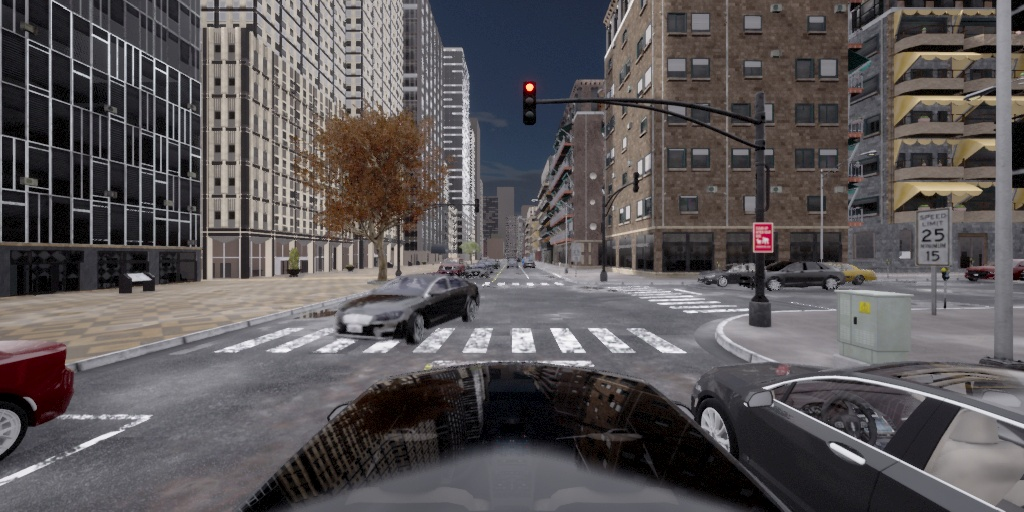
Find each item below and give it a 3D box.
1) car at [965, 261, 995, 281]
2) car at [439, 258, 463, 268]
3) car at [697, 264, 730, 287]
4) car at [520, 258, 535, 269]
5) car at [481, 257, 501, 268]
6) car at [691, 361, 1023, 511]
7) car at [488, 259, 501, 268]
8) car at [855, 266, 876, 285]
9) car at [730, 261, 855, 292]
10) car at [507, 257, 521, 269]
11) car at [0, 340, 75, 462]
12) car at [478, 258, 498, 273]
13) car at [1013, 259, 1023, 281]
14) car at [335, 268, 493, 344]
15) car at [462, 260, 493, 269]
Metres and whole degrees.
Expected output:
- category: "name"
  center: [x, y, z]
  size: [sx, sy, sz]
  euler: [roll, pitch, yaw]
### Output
- category: "car"
  center: [30.142, 0.858, 21.580]
  size: [4.507, 1.381, 1.888]
  euler: [0, 0, -1]
- category: "car"
  center: [-5.682, 1.078, 34.393]
  size: [2.192, 1.841, 5.009]
  euler: [0, 0, 0]
- category: "car"
  center: [13.441, 1.095, 21.415]
  size: [4.403, 1.370, 2.007]
  euler: [0, 0, -1]
- category: "car"
  center: [2.706, 1.348, 56.481]
  size: [1.948, 1.339, 4.313]
  euler: [0, 0, 0]
- category: "car"
  center: [-3.074, 1.130, 52.408]
  size: [2.097, 1.767, 4.553]
  euler: [0, 0, 0]
- category: "car"
  center: [2.689, 1.300, 2.002]
  size: [2.007, 1.370, 4.403]
  euler: [0, 0, 0]
- category: "car"
  center: [-3.030, 1.281, 62.786]
  size: [2.128, 1.511, 4.902]
  euler: [0, 0, 0]
- category: "car"
  center: [18.838, 0.992, 21.468]
  size: [4.829, 1.417, 1.751]
  euler: [0, 0, -1]
- category: "car"
  center: [14.585, 1.033, 18.836]
  size: [4.892, 1.490, 1.837]
  euler: [-1, 0, -1]
- category: "car"
  center: [0.118, 1.332, 58.599]
  size: [2.033, 1.411, 5.357]
  euler: [0, 0, 1]
- category: "car"
  center: [-5.691, 1.295, 2.005]
  size: [1.888, 1.381, 4.507]
  euler: [0, 0, 0]
- category: "car"
  center: [-3.088, 1.317, 42.259]
  size: [2.033, 1.411, 5.357]
  euler: [0, 0, 0]
- category: "car"
  center: [30.600, 0.855, 18.991]
  size: [5.357, 1.411, 2.033]
  euler: [-1, 0, -1]
- category: "car"
  center: [-2.506, 1.242, 9.781]
  size: [2.128, 1.511, 4.902]
  euler: [0, 0, 18]
- category: "car"
  center: [-3.082, 1.326, 32.874]
  size: [1.994, 1.385, 4.181]
  euler: [0, 0, 1]
